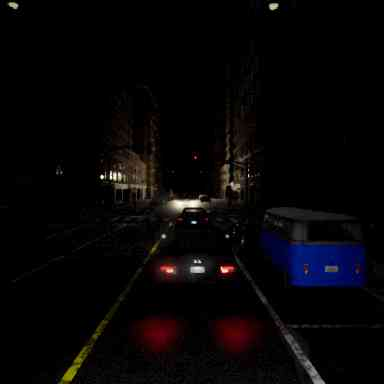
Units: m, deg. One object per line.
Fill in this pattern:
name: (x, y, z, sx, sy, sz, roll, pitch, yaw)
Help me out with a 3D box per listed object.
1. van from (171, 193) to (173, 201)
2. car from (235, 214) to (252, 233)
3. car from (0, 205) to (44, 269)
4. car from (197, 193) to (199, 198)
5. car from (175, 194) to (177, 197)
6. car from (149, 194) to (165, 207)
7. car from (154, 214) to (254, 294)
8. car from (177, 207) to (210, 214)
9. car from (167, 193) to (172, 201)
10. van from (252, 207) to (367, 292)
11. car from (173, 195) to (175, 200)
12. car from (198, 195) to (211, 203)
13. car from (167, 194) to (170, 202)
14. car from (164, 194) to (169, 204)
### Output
van: (-5.685, 1.304, 74.104, 1.690, 1.788, 3.998, 0, 0, 0)
car: (2.853, 1.561, 14.314, 1.947, 1.339, 4.313, 0, 0, 0)
car: (-5.671, 1.313, 8.612, 2.192, 1.841, 5.009, 0, 0, 0)
car: (2.840, 1.514, 79.588, 2.008, 1.369, 4.403, 0, 0, 0)
car: (-5.687, 1.281, 85.006, 2.192, 1.841, 5.009, 0, 0, 0)
car: (-5.680, 1.493, 52.131, 1.752, 1.417, 4.829, 0, 0, 0)
car: (0.099, 1.545, 8.924, 2.033, 1.411, 5.357, 0, 0, 0)
car: (0.097, 1.557, 19.243, 1.994, 1.385, 4.181, 0, 0, 0)
car: (-5.683, 1.507, 68.653, 1.887, 1.381, 4.507, 0, 0, 0)
van: (2.853, 1.339, 8.654, 1.690, 1.788, 3.998, 0, 0, 0)
car: (-5.685, 1.515, 79.555, 2.008, 1.369, 4.403, 0, 0, 0)
car: (2.841, 1.402, 68.691, 1.967, 1.590, 4.097, 0, 0, 0)
car: (-5.682, 1.508, 63.203, 1.887, 1.381, 4.507, 0, 0, 0)
car: (-5.681, 1.516, 57.751, 2.008, 1.369, 4.403, 0, 0, 0)
